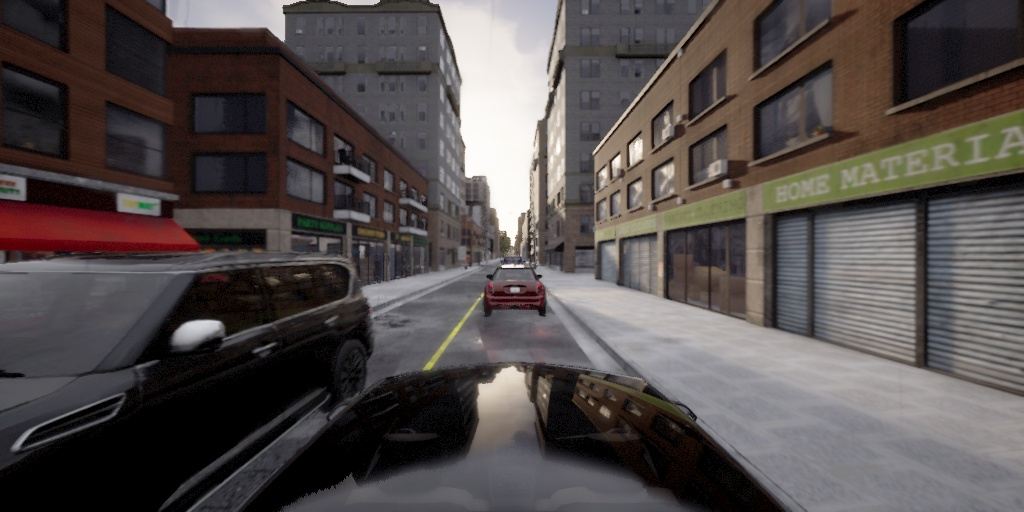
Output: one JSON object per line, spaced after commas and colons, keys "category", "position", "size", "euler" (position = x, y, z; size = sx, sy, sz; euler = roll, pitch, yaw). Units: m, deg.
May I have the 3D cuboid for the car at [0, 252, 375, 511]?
{"category": "car", "position": [-3.102, 0.971, 3.104], "size": [2.150, 2.045, 5.566], "euler": [0, 0, 0]}

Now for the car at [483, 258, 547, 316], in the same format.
{"category": "car", "position": [0.097, 1.101, 13.577], "size": [2.097, 1.767, 4.553], "euler": [0, 0, 0]}

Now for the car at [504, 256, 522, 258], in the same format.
{"category": "car", "position": [0.094, 0.976, 33.901], "size": [2.150, 2.045, 5.566], "euler": [0, 0, 0]}
